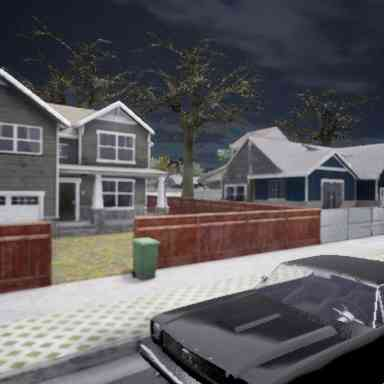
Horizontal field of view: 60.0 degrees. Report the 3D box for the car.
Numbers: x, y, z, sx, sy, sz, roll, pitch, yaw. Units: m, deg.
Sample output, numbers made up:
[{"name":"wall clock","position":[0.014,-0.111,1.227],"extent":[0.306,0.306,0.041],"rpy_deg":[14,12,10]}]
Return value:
[{"name":"car","position":[1.769,1.607,4.330],"extent":[4.718,1.301,1.895],"rpy_deg":[0,0,-35]}]
